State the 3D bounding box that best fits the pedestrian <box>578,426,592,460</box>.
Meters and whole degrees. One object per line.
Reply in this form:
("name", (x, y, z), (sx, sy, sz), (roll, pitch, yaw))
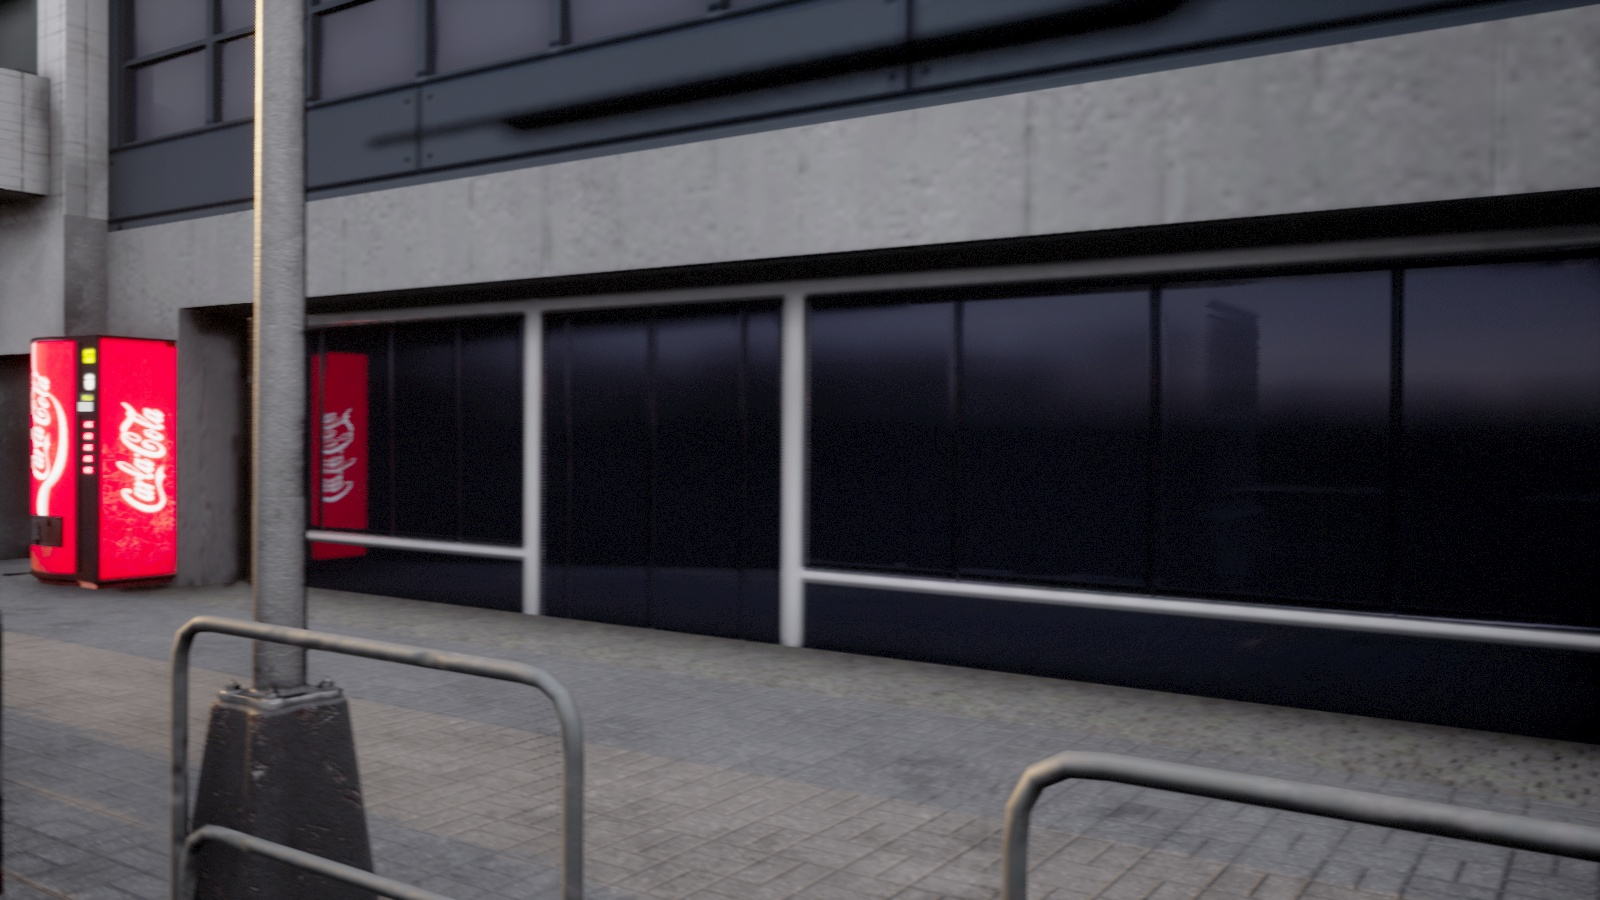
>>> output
("pedestrian", (-11.686, -0.384, 68.216), (0.376, 1.854, 0.720), (0, 1, 33))
